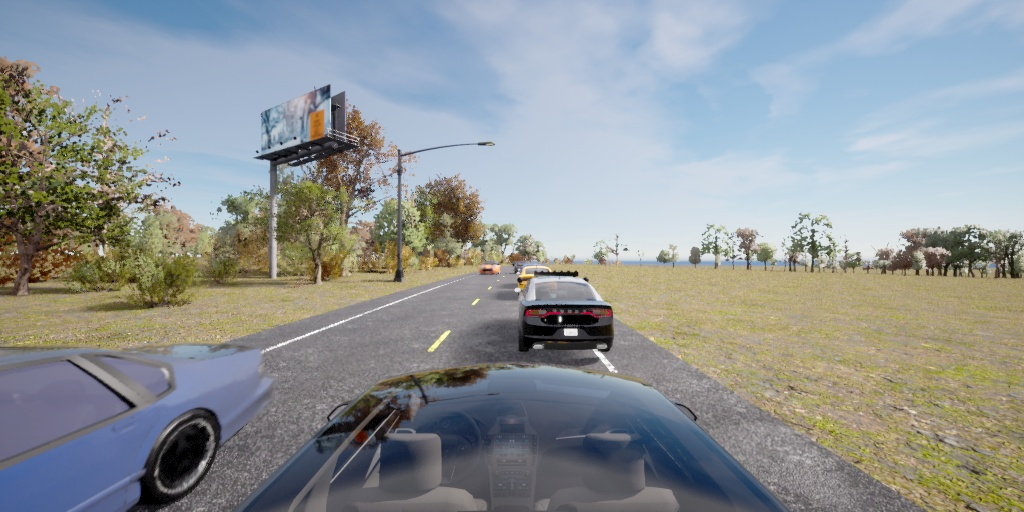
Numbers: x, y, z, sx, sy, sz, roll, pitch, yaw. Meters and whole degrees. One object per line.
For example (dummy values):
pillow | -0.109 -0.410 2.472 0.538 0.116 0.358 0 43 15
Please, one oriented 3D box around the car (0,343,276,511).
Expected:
car | -3.590 1.298 1.655 2.033 1.411 5.357 0 0 0

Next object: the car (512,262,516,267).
car | 1.330 1.466 45.922 2.128 1.511 4.902 0 0 4

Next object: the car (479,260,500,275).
car | -2.529 1.288 41.362 2.097 1.767 4.553 0 0 3

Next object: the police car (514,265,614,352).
police car | 1.093 1.184 9.079 1.930 1.638 5.238 0 0 1

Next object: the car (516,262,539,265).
car | 1.263 1.267 18.934 1.882 1.535 5.008 0 0 1

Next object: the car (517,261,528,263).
car | 1.425 1.295 24.912 1.882 1.535 5.008 0 0 2
